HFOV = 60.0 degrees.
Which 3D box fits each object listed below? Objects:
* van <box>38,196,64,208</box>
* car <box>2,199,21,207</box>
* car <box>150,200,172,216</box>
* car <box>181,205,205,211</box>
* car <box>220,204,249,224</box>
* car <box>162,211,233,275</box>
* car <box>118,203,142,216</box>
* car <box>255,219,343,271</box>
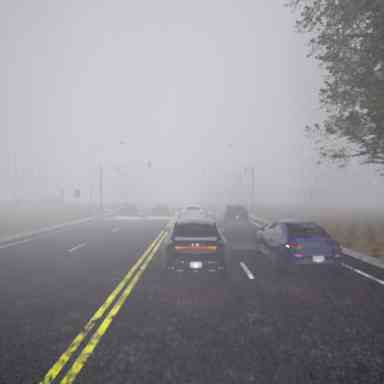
[{"bbox_3d":[-22.668,1.591,53.624,3.998,1.788,1.690,0,0,1],"label":"van"},{"bbox_3d":[-28.207,1.770,53.668,4.507,1.381,1.887,0,0,1],"label":"car"},{"bbox_3d":[-3.277,1.829,35.745,1.994,1.385,4.181,0,0,0],"label":"car"},{"bbox_3d":[0.092,1.726,26.483,1.812,1.442,4.674,0,0,0],"label":"car"},{"bbox_3d":[3.343,1.681,26.811,1.882,1.535,5.008,0,0,0],"label":"car"},{"bbox_3d":[0.097,1.590,10.750,1.837,1.490,4.892,0,0,0],"label":"car"},{"bbox_3d":[-6.528,1.827,35.413,1.994,1.385,4.181,0,0,0],"label":"car"},{"bbox_3d":[3.347,1.614,11.091,1.812,1.442,4.674,0,0,0],"label":"car"}]
